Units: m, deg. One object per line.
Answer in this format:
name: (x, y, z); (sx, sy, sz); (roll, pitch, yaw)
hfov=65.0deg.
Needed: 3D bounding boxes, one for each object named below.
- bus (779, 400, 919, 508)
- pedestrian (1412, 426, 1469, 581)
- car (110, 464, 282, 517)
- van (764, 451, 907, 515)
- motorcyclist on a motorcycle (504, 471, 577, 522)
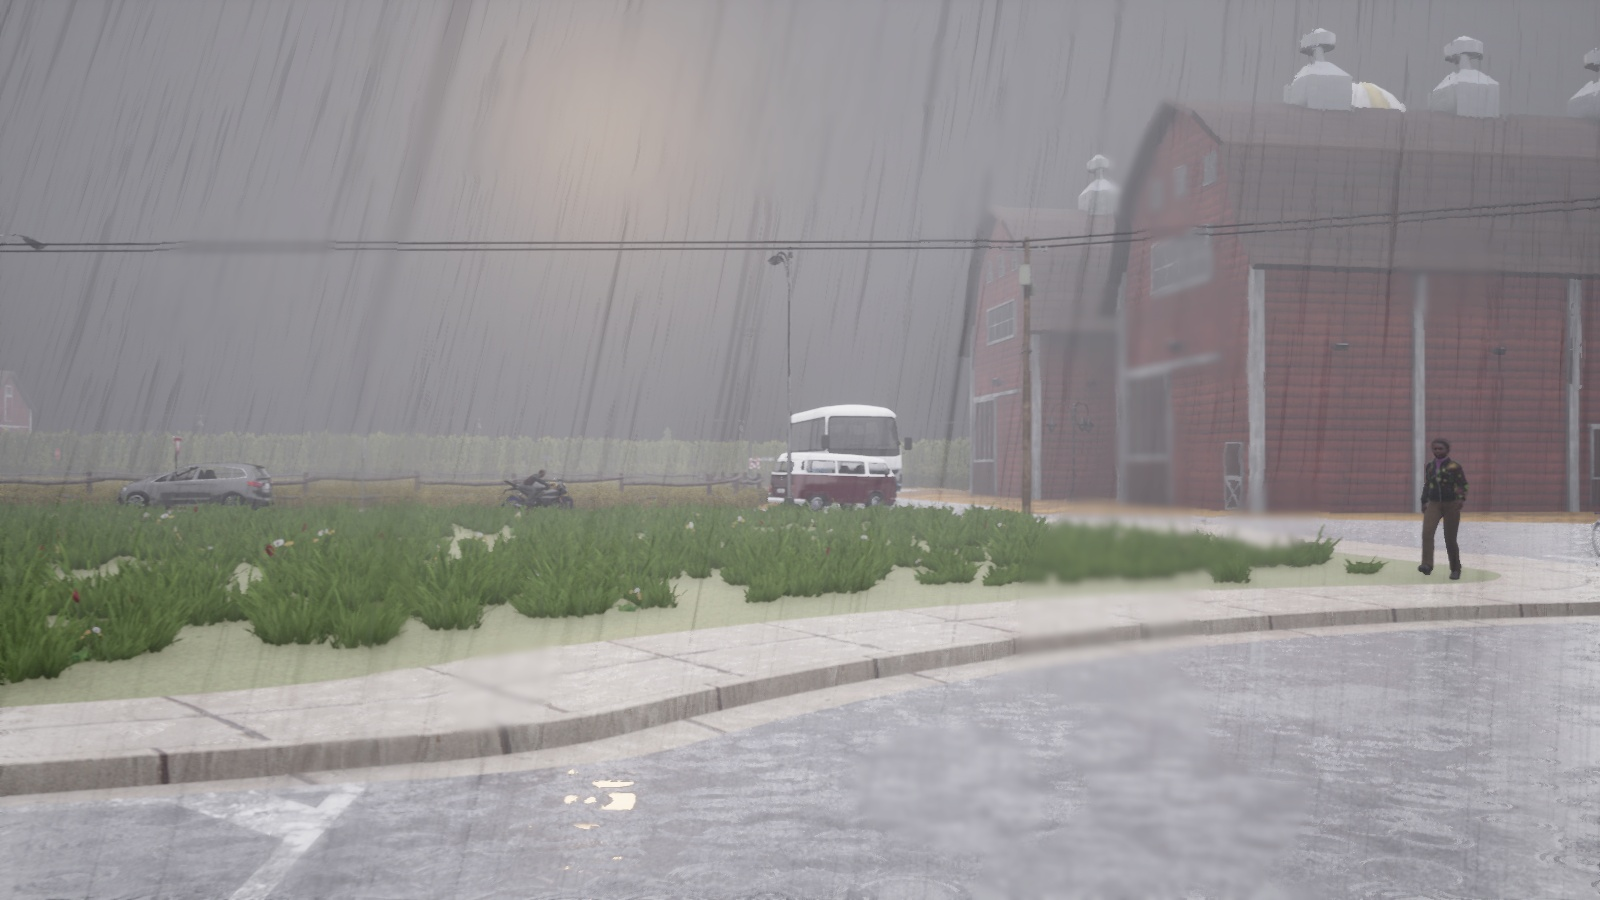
bus: (1.890, 0.224, 55.045); (3.944, 4.253, 10.273); (0, -1, -10)
pedestrian: (8.196, 0.671, 16.063); (0.692, 1.930, 0.395); (1, -1, -40)
car: (-19.719, 1.318, 41.224); (4.611, 1.667, 2.242); (0, -1, -8)
van: (1.221, 1.127, 42.615); (4.480, 2.038, 2.069); (1, -2, -35)
motorcyclist on a motorcycle: (-8.102, 1.442, 39.285); (2.191, 1.530, 0.866); (-1, -1, -7)
